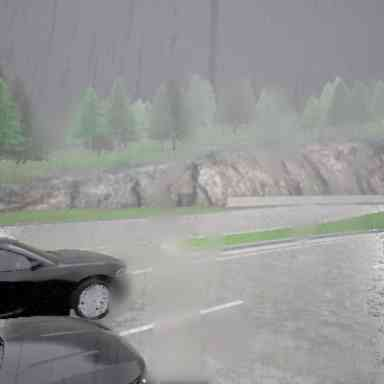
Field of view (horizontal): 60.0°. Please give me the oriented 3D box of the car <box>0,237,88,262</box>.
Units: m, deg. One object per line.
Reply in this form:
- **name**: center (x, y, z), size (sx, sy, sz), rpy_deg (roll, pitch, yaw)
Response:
- **car**: center (-3.517, 1.476, 5.532), size (5.008, 1.535, 1.882), rpy_deg (-1, 0, -35)

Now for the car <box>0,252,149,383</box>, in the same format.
- **car**: center (-2.573, 1.511, 1.909), size (4.892, 1.490, 1.837), rpy_deg (0, 0, -35)
